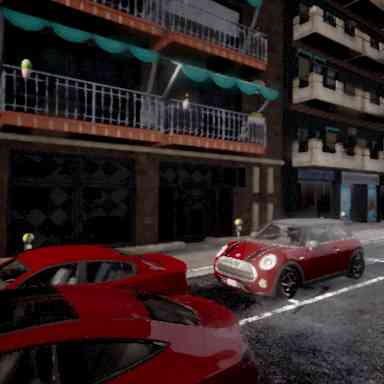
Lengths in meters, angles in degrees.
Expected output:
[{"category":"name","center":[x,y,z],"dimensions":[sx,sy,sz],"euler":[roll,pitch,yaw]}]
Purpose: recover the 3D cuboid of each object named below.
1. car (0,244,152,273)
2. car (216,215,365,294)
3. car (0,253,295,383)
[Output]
[{"category":"car","center":[-2.127,1.542,5.028],"dimensions":[4.507,1.381,1.887],"euler":[0,1,-35]},{"category":"car","center":[2.485,1.425,8.313],"dimensions":[4.097,1.590,1.967],"euler":[0,1,-35]},{"category":"car","center":[-1.554,1.526,2.286],"dimensions":[4.674,1.442,1.812],"euler":[0,0,-35]}]
